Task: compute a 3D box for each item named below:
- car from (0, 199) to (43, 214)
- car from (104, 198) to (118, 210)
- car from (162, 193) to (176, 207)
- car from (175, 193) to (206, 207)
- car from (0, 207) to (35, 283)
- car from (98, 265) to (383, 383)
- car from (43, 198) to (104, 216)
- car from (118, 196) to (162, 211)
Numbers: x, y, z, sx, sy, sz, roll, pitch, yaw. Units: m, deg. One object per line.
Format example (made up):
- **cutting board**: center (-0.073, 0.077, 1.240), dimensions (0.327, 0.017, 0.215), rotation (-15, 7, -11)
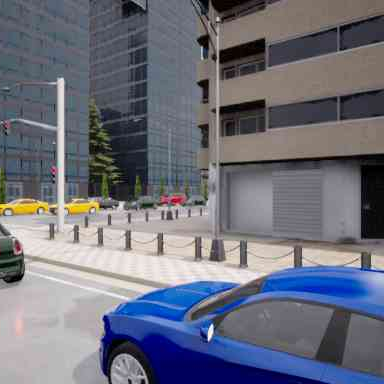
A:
- **car**: center (-16.389, 1.422, 31.967), dimensions (1.882, 1.535, 5.008), rotation (0, 0, 36)
- **car**: center (-10.875, 1.436, 39.576), dimensions (2.128, 1.511, 4.902), rotation (0, 0, 36)
- **car**: center (-3.071, 1.166, 50.342), dimensions (2.150, 2.045, 5.566), rotation (0, 0, 36)
- **car**: center (0.144, 1.296, 48.810), dimensions (2.097, 1.767, 4.553), rotation (0, 0, 36)
- **car**: center (-6.279, 1.352, 8.464), dimensions (4.553, 1.767, 2.097), rotation (0, 0, 36)
- **car**: center (1.217, 1.478, 3.124), dimensions (5.008, 1.535, 1.882), rotation (0, 0, 36)
- **car**: center (-11.533, 1.422, 32.696), dimensions (1.882, 1.535, 5.008), rotation (0, 0, 36)
- **car**: center (-6.163, 1.297, 40.115), dimensions (2.097, 1.767, 4.553), rotation (0, 0, 36)
